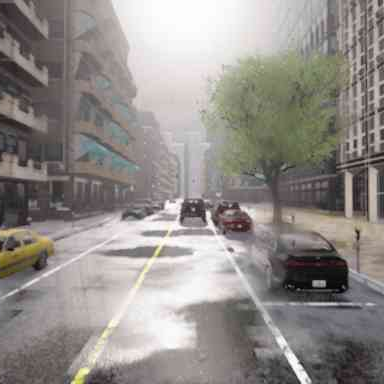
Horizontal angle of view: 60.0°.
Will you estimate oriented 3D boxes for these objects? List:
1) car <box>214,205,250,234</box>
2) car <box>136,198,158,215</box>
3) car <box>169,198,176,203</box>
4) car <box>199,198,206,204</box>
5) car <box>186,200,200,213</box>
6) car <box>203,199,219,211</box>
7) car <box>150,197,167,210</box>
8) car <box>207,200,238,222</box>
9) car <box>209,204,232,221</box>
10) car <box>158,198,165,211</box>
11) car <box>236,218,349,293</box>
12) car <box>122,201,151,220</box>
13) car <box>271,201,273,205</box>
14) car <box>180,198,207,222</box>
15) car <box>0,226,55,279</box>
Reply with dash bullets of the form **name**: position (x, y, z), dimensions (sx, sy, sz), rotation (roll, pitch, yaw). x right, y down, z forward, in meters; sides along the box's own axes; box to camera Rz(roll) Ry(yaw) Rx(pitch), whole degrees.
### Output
- **car**: position (2.581, 1.736, 20.213), dimensions (1.887, 1.381, 4.507), rotation (1, -1, 0)
- **car**: position (-5.431, 1.669, 37.239), dimensions (2.192, 1.841, 5.009), rotation (1, -1, 0)
- **car**: position (-5.414, 2.464, 92.092), dimensions (2.008, 1.369, 4.403), rotation (1, -1, 0)
- **car**: position (2.725, 2.413, 89.635), dimensions (1.752, 1.417, 4.829), rotation (1, -1, 0)
- **car**: position (0.110, 1.935, 44.751), dimensions (1.837, 1.490, 4.892), rotation (0, 0, 0)
- **car**: position (2.717, 1.906, 48.474), dimensions (1.967, 1.590, 4.097), rotation (1, -1, 0)
- **car**: position (-5.427, 1.837, 54.177), dimensions (2.192, 1.841, 5.009), rotation (1, -1, 0)
- **car**: position (2.619, 1.561, 25.867), dimensions (2.192, 1.841, 5.009), rotation (1, -1, 0)
- **car**: position (2.651, 1.882, 31.516), dimensions (1.802, 1.307, 4.206), rotation (1, -1, 0)
- **car**: position (-5.432, 2.032, 48.529), dimensions (1.947, 1.339, 4.313), rotation (1, -1, 0)
- **car**: position (2.576, 1.636, 8.910), dimensions (2.008, 1.369, 4.403), rotation (1, -1, 0)
- **car**: position (-5.436, 1.866, 31.590), dimensions (1.947, 1.339, 4.313), rotation (1, -1, 0)
- **car**: position (18.703, 2.027, 69.178), dimensions (4.097, 1.590, 1.967), rotation (0, -1, 1)
- **car**: position (0.107, 1.500, 29.195), dimensions (2.150, 2.045, 5.566), rotation (0, 0, 0)
- **car**: position (-5.270, 1.609, 8.835), dimensions (1.752, 1.417, 4.829), rotation (1, -1, 0)
